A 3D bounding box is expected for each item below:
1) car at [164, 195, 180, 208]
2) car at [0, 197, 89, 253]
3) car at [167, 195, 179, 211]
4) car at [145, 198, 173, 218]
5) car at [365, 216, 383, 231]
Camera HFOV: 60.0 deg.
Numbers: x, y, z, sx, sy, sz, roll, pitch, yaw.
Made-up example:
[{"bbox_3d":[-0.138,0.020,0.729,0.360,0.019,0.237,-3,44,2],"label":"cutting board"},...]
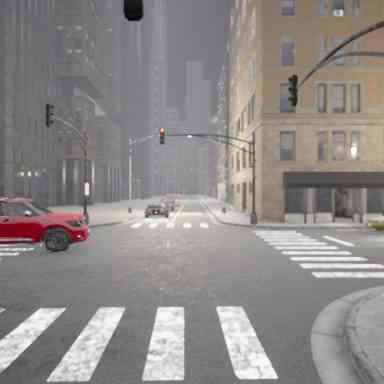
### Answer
[{"bbox_3d":[-2.997,1.331,49.706,2.097,1.767,4.553,0,0,0],"label":"car"},{"bbox_3d":[-6.883,1.233,12.816,5.566,2.045,2.150,-1,0,-12],"label":"car"},{"bbox_3d":[-3.021,1.476,39.807,2.128,1.511,4.902,0,0,0],"label":"car"},{"bbox_3d":[-3.044,1.551,29.953,1.994,1.385,4.181,0,0,0],"label":"car"},{"bbox_3d":[12.146,1.505,18.291,4.829,1.417,1.752,0,0,-1],"label":"car"}]
